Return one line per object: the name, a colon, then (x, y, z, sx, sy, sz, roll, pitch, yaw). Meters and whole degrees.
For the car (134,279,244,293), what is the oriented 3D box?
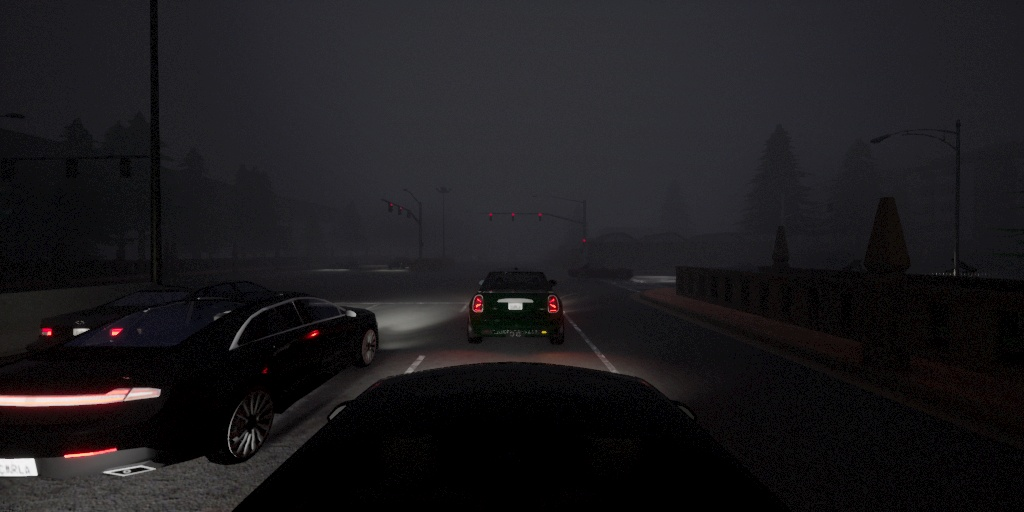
car: (-6.922, 1.251, 8.287, 2.033, 1.411, 5.357, 0, 0, 0)

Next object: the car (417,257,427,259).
car: (-14.104, 0.855, 55.605, 1.895, 1.301, 4.718, 0, 1, 0)

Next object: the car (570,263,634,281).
car: (6.431, 1.137, 26.289, 4.718, 1.301, 1.895, 0, 1, 6)

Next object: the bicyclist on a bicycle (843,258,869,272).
bicyclist on a bicycle: (17.863, 0.911, 18.628, 0.582, 1.620, 1.656, 0, 1, -14)

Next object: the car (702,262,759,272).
car: (18.059, 1.108, 29.326, 4.718, 1.301, 1.895, 0, 1, 2)

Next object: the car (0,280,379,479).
car: (-3.438, 1.224, 4.901, 2.128, 1.511, 4.902, 0, 0, 0)

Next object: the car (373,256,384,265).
car: (-21.089, 0.703, 58.710, 1.882, 1.535, 5.008, 0, 1, 0)

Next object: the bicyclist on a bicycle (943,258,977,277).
bicyclist on a bicycle: (22.198, 0.920, 17.778, 0.582, 1.620, 1.656, 0, 0, -35)

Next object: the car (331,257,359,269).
car: (-21.110, 0.876, 45.672, 1.812, 1.442, 4.674, 0, 1, 0)

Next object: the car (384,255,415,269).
car: (-14.111, 0.830, 45.498, 1.882, 1.535, 5.008, 0, 1, 0)

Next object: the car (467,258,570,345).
car: (0.140, 1.048, 9.564, 2.097, 1.767, 4.553, 0, 1, 2)
